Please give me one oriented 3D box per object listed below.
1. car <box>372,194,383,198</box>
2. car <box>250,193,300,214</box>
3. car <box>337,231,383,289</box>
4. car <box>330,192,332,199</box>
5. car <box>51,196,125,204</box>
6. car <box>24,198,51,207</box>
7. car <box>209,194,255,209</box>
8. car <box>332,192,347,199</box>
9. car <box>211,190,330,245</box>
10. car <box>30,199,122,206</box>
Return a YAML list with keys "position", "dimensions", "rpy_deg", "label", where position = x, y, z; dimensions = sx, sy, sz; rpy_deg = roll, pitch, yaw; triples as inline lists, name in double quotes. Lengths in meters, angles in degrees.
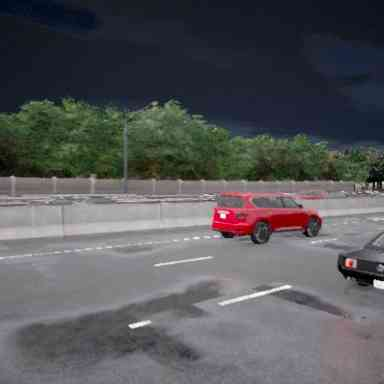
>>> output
- position: [24.614, 1.052, 42.822]
  dimensions: [4.892, 1.490, 1.837]
  rpy_deg: [-1, 1, -36]
  label: "car"
- position: [7.753, 1.004, 30.901]
  dimensions: [4.553, 1.767, 2.097]
  rpy_deg: [0, 1, -35]
  label: "car"
- position: [5.543, 1.535, 7.794]
  dimensions: [4.718, 1.301, 1.895]
  rpy_deg: [0, 1, -35]
  label: "car"
- position: [13.673, 0.801, 39.329]
  dimensions: [5.566, 2.045, 2.150]
  rpy_deg: [0, 1, -35]
  label: "car"
- position: [-7.359, 1.106, 24.505]
  dimensions: [5.008, 1.535, 1.882]
  rpy_deg: [0, 1, -35]
  label: "car"
- position: [-10.680, 1.072, 26.447]
  dimensions: [4.902, 1.511, 2.128]
  rpy_deg: [0, 1, -35]
  label: "car"
- position: [4.542, 1.042, 37.199]
  dimensions: [4.902, 1.511, 2.128]
  rpy_deg: [0, 1, -35]
  label: "car"
- position: [20.661, 0.797, 48.597]
  dimensions: [4.553, 1.767, 2.097]
  rpy_deg: [-1, 1, -36]
  label: "car"
- position: [3.427, 1.049, 14.862]
  dimensions: [5.566, 2.045, 2.150]
  rpy_deg: [0, 1, -35]
  label: "car"
- position: [-7.062, 1.283, 20.438]
  dimensions: [4.718, 1.301, 1.895]
  rpy_deg: [0, 1, -35]
  label: "car"
